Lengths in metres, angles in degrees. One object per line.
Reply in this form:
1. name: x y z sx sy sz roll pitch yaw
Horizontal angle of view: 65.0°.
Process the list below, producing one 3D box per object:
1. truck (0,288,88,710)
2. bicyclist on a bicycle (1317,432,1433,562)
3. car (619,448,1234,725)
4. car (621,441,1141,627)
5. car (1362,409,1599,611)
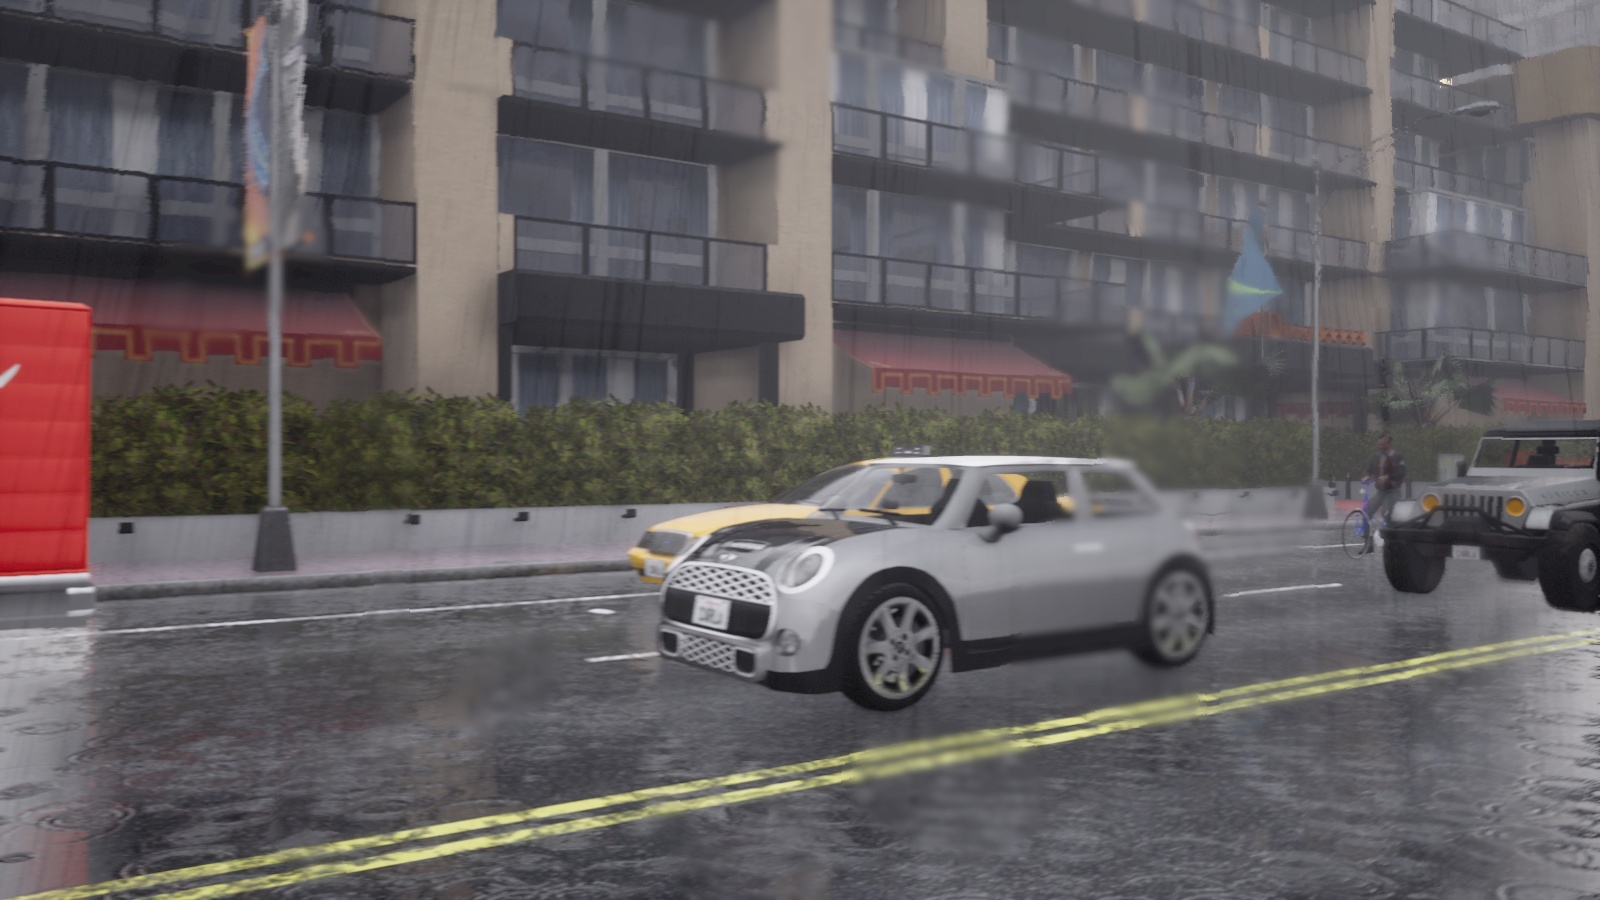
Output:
1. truck: -7.197 0.291 7.186 5.204 2.467 2.627 0 0 -35
2. bicyclist on a bicycle: 8.207 0.642 17.904 1.843 1.776 0.659 0 0 -35
3. car: 0.928 0.729 8.569 3.806 1.475 1.970 0 0 -35
4. car: 0.992 0.713 12.877 5.366 1.575 1.801 0 0 -35
5. car: 8.039 0.557 13.523 3.866 1.878 1.905 0 0 -35
